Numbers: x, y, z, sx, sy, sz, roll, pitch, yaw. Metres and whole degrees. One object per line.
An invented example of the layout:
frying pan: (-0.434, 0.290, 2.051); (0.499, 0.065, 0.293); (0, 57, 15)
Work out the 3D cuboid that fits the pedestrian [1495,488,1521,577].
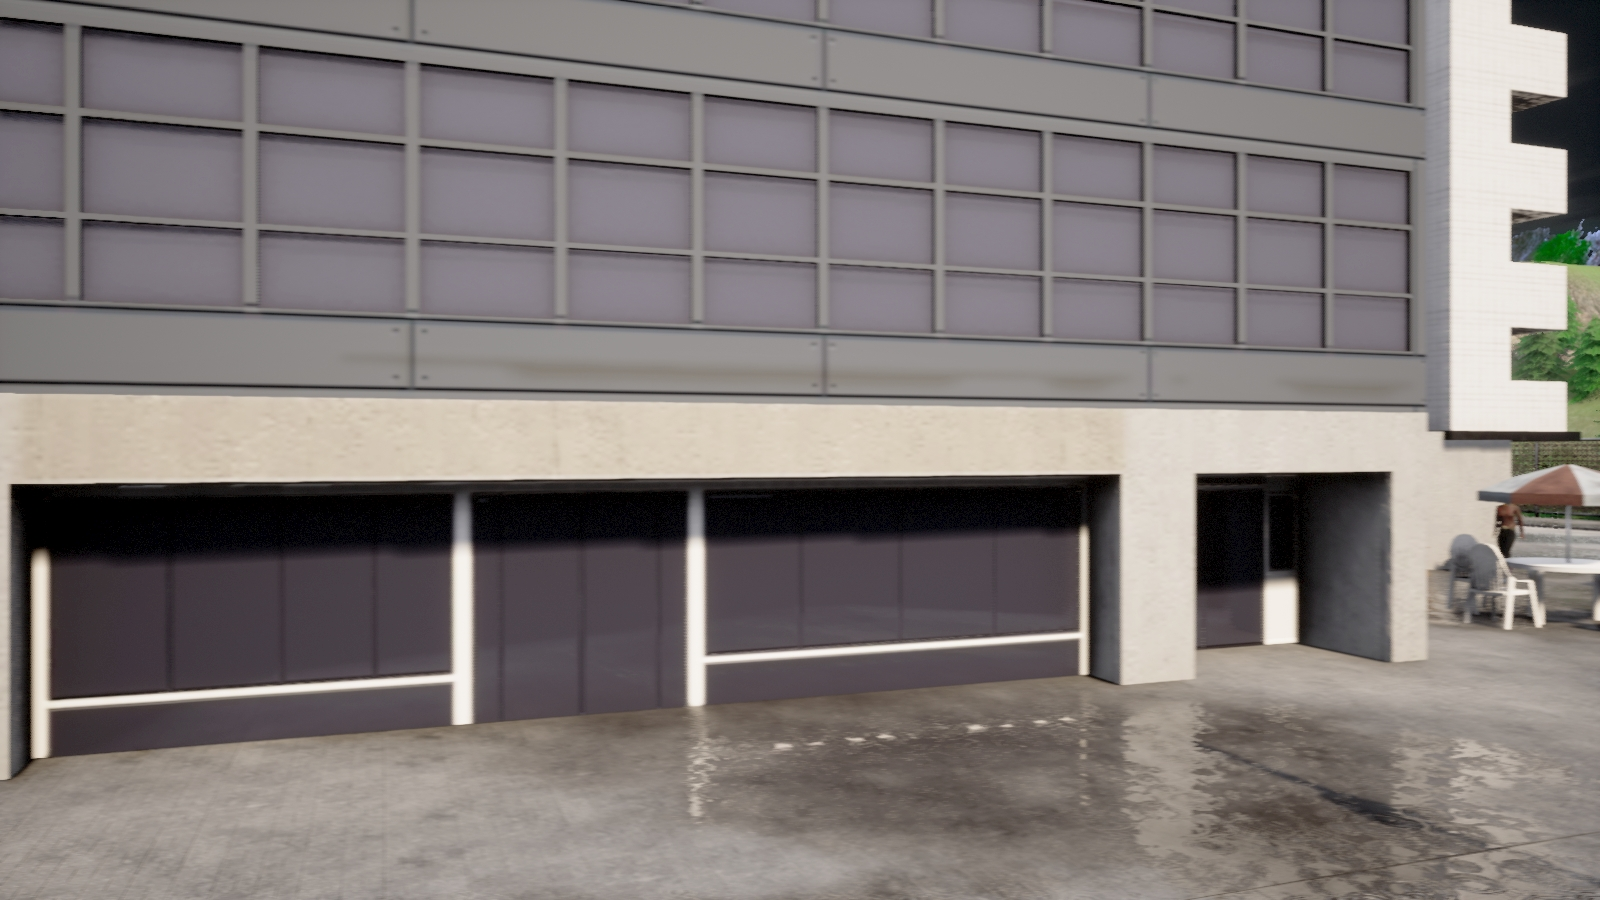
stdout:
pedestrian: (15.072, 1.752, 24.325); (0.375, 1.860, 0.375); (0, 0, -42)
